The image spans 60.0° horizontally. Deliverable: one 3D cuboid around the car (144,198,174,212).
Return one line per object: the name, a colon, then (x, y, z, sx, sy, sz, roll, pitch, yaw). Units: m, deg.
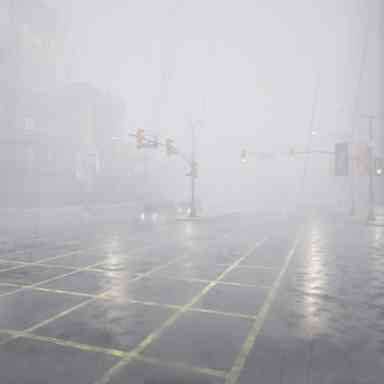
car: (-3.817, 1.477, 38.931, 1.882, 1.535, 5.008, 0, 0, 23)

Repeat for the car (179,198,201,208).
car: (-0.245, 1.600, 48.501, 1.895, 1.301, 4.718, 0, 0, 21)
